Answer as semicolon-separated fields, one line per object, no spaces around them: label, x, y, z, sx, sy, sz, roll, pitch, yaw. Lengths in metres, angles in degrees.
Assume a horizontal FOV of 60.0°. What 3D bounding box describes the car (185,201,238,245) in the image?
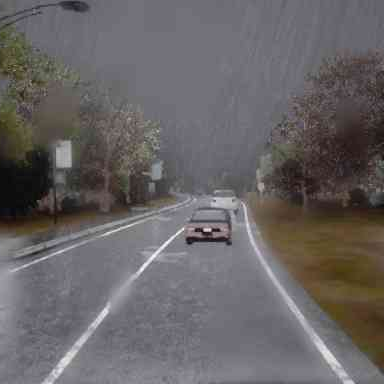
car;0.834;1.369;14.455;2.033;1.411;5.357;0;1;6

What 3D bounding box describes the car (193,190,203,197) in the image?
car;1.237;0.276;76.348;2.033;1.411;5.357;0;1;-7

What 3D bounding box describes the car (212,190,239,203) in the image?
car;2.948;0.812;29.318;2.150;2.045;5.566;-1;1;9
